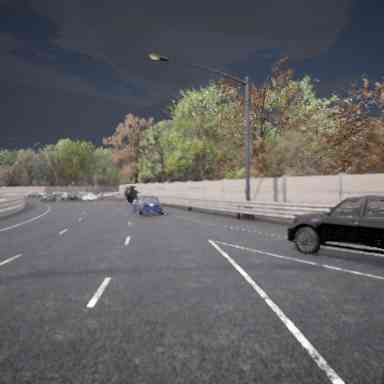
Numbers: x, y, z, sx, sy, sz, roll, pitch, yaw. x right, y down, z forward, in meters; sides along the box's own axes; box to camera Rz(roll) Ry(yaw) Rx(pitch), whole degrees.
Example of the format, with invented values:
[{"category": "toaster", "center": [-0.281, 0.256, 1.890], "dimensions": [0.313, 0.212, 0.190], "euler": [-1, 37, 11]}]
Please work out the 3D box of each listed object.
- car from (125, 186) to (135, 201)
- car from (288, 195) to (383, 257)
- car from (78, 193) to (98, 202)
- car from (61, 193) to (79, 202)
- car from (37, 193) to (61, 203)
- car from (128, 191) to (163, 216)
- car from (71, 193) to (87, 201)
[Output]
[{"category": "car", "center": [-8.287, 0.590, 45.478], "dimensions": [1.442, 1.812, 4.674], "euler": [-8, -16, 1]}, {"category": "car", "center": [5.616, 1.084, 10.188], "dimensions": [2.150, 2.045, 5.566], "euler": [-1, 1, -34]}, {"category": "car", "center": [-19.113, 1.041, 62.336], "dimensions": [1.812, 1.442, 4.674], "euler": [-1, 1, -37]}, {"category": "car", "center": [-22.657, 0.907, 61.211], "dimensions": [2.097, 1.767, 4.553], "euler": [-1, 1, -36]}, {"category": "car", "center": [-25.559, 1.071, 59.254], "dimensions": [2.128, 1.511, 4.902], "euler": [-1, 1, -36]}, {"category": "car", "center": [-4.085, 1.093, 29.900], "dimensions": [2.097, 1.767, 4.553], "euler": [0, 1, -19]}, {"category": "car", "center": [-23.708, 1.013, 69.658], "dimensions": [2.033, 1.411, 5.357], "euler": [-1, 1, -32]}]
